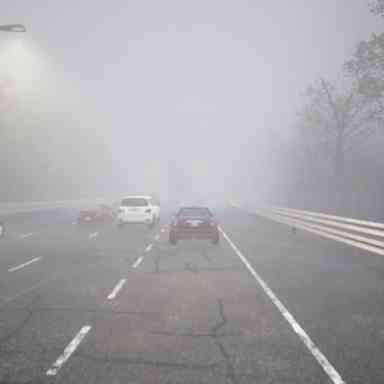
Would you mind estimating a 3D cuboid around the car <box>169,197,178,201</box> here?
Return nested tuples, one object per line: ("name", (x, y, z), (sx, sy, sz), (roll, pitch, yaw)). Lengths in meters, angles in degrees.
("car", (-3.409, 1.662, 62.459), (2.128, 1.511, 4.902), (0, 0, 0))

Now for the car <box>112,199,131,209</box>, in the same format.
("car", (-10.406, 1.734, 49.364), (1.895, 1.301, 4.718), (0, 0, 0))

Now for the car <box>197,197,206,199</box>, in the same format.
("car", (1.751, 1.672, 60.776), (1.837, 1.490, 4.892), (-1, 0, 6))

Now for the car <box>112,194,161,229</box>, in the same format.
("car", (-3.402, 1.282, 22.088), (2.150, 2.045, 5.566), (0, 0, 0))

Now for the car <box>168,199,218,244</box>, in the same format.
("car", (0.098, 1.396, 16.212), (2.097, 1.767, 4.553), (0, 0, 0))

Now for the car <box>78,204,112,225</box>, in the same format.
("car", (-6.901, 1.591, 24.316), (1.812, 1.442, 4.674), (0, 0, 0))

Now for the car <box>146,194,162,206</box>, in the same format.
("car", (-6.909, 1.388, 61.050), (2.150, 2.045, 5.566), (0, 0, 0))

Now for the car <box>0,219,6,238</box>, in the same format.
("car", (-10.401, 1.546, 14.994), (1.837, 1.490, 4.892), (0, 0, 0))
